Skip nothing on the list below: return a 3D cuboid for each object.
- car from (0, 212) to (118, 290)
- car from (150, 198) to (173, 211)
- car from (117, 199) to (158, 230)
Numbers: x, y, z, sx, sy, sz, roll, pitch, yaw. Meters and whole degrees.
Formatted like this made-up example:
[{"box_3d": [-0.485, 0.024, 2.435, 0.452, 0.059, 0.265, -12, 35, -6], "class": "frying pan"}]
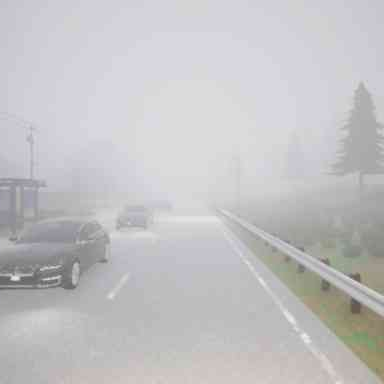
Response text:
[{"box_3d": [-3.589, 1.502, 9.193, 1.837, 1.490, 4.892, 0, 0, 0], "class": "car"}, {"box_3d": [-4.574, 1.478, 39.720, 4.902, 1.511, 2.128, 0, 0, 33], "class": "car"}, {"box_3d": [-3.533, 1.494, 21.156, 1.837, 1.490, 4.892, 0, 1, 1], "class": "car"}]
